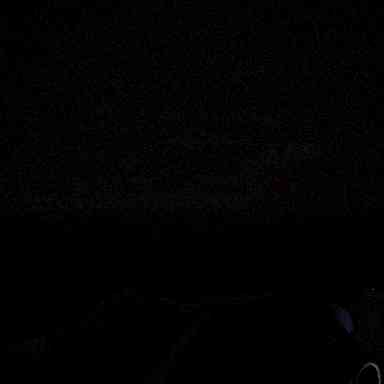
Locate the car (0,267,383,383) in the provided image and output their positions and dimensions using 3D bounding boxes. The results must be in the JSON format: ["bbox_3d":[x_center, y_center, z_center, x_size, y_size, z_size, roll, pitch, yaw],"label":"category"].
[{"bbox_3d":[0.076,1.548,3.127,5.357,1.411,2.033,0,0,-36],"label":"car"}]
